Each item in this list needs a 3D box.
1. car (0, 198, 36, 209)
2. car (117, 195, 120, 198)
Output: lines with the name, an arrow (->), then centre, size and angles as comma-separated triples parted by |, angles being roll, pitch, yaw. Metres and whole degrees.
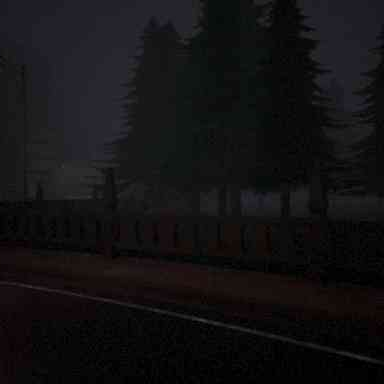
car -> -18.536, 1.441, 35.507 | 1.837, 1.490, 4.892 | 0, 0, 23
car -> -12.540, 1.320, 58.608 | 1.812, 1.442, 4.674 | 0, 0, 23
